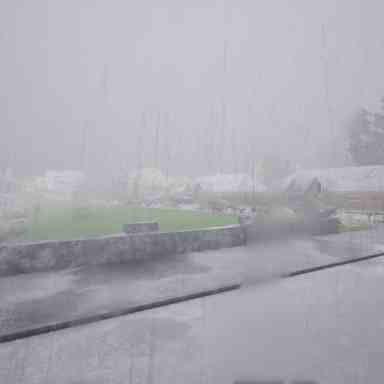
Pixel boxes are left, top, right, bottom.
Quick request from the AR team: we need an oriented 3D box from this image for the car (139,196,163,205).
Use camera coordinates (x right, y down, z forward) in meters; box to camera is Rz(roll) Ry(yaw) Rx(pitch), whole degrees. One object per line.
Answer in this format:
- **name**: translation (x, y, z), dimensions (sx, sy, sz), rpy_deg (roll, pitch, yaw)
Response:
- **car**: translation (-7.693, 1.513, 59.094), dimensions (1.837, 1.490, 4.892), rpy_deg (0, 0, -35)

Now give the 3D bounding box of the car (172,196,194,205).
- **car**: translation (-1.664, 1.478, 57.614), dimensions (1.882, 1.535, 5.008), rpy_deg (0, 0, -35)

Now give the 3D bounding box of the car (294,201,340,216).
- **car**: translation (11.833, 1.564, 31.525), dimensions (1.994, 1.385, 4.181), rpy_deg (0, 0, -35)

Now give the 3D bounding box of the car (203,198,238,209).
- **car**: translation (3.585, 1.547, 43.106), dimensions (2.033, 1.411, 5.357), rpy_deg (0, 0, -35)

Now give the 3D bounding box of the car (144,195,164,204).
- **car**: translation (-7.588, 1.478, 65.849), dimensions (1.882, 1.535, 5.008), rpy_deg (0, 0, -35)
